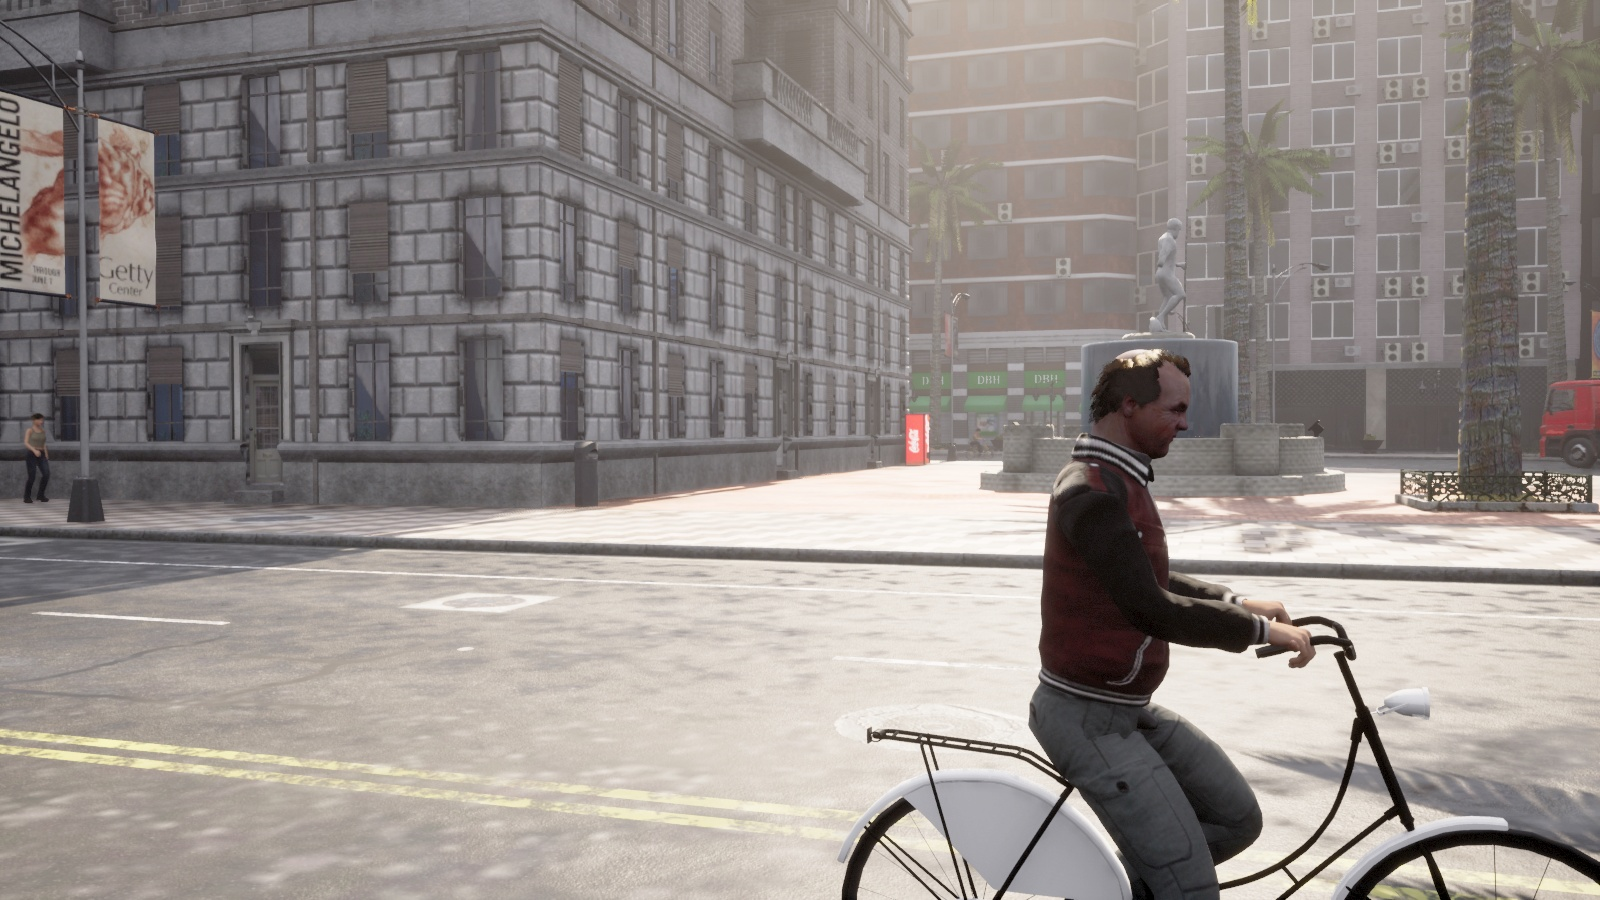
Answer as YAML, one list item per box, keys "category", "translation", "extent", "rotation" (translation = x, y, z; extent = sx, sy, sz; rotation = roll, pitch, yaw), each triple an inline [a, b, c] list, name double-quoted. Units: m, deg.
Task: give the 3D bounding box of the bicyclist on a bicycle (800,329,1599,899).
- category: "bicyclist on a bicycle"
  translation: [0.978, 0.655, 2.875]
  extent: [1.843, 1.776, 0.659]
  rotation: [0, 1, 19]

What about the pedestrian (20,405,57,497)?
- category: "pedestrian"
  translation: [-15.336, 0.021, 25.281]
  extent: [0.594, 1.836, 0.345]
  rotation: [1, 1, 24]

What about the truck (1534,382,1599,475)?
- category: "truck"
  translation: [31.557, -0.773, 45.993]
  extent: [2.891, 3.462, 7.936]
  rotation: [0, 1, -22]

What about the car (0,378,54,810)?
- category: "car"
  translation: [-5.684, 0.582, 5.087]
  extent: [4.553, 1.767, 2.097]
  rotation: [1, 1, 18]
